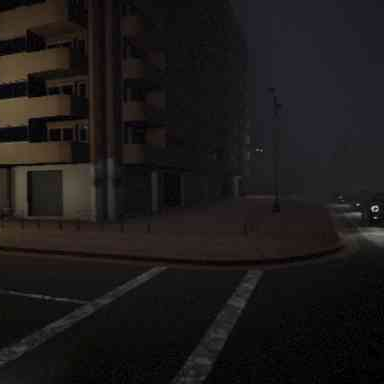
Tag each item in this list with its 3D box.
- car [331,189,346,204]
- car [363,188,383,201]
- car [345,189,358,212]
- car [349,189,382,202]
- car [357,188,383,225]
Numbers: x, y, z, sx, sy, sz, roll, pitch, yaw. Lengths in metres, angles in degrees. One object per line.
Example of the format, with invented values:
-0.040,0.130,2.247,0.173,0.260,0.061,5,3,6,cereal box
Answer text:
16.976,0.448,37.271,1.882,1.535,5.008,0,2,11,car
24.664,0.248,43.553,2.128,1.511,4.902,0,1,1,car
13.951,0.769,27.052,2.033,1.411,5.357,0,1,21,car
20.981,0.365,40.479,1.837,1.490,4.892,0,1,5,car
10.606,0.798,18.192,2.097,1.767,4.553,0,1,21,car
